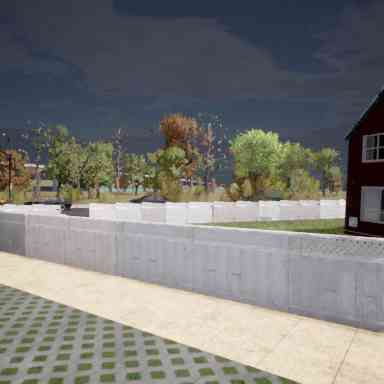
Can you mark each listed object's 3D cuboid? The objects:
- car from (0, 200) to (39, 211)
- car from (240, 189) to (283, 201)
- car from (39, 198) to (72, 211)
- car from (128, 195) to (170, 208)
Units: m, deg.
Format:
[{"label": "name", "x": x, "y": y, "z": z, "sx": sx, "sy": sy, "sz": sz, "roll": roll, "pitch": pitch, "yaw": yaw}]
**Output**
[{"label": "car", "x": -15.692, "y": 1.384, "z": 27.328, "sx": 5.008, "sy": 1.535, "sz": 1.882, "roll": 0, "pitch": 2, "yaw": -18}, {"label": "car", "x": 8.994, "y": 0.708, "z": 42.618, "sx": 5.566, "sy": 2.045, "sz": 2.150, "roll": -1, "pitch": 2, "yaw": -18}, {"label": "car", "x": -14.967, "y": 1.259, "z": 34.634, "sx": 4.718, "sy": 1.301, "sz": 1.895, "roll": 0, "pitch": 2, "yaw": -18}, {"label": "car", "x": -4.897, "y": 1.088, "z": 37.999, "sx": 4.892, "sy": 1.490, "sz": 1.837, "roll": 0, "pitch": 2, "yaw": -19}]
